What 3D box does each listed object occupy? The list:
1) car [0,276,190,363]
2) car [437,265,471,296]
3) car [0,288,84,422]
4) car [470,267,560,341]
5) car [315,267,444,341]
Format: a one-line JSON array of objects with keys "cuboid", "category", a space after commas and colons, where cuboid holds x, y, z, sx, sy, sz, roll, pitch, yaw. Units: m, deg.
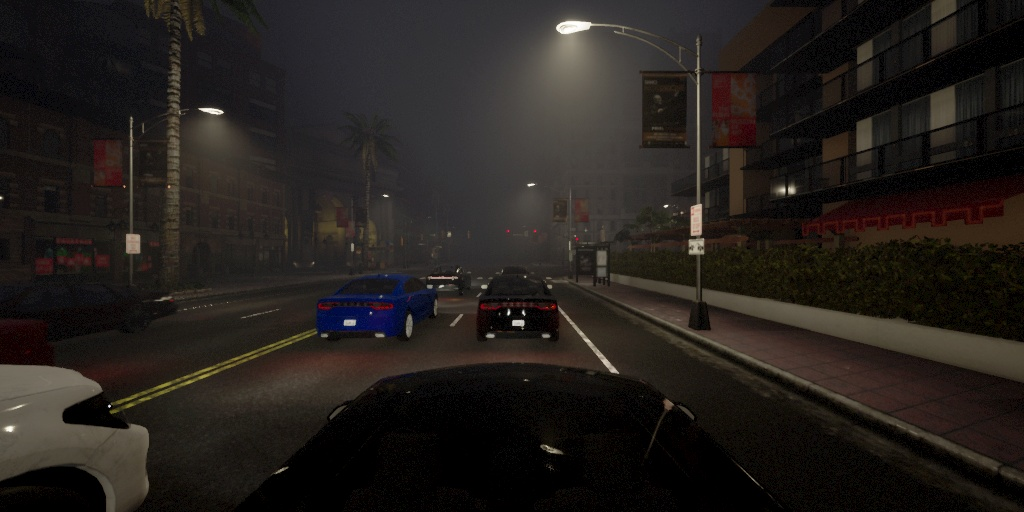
[{"cuboid": [-10.575, 1.297, 7.947, 2.033, 1.411, 5.357, 0, 0, 0], "category": "car"}, {"cuboid": [-3.331, 1.242, 19.394, 2.128, 1.511, 4.902, 0, 0, 0], "category": "car"}, {"cuboid": [-7.098, 1.227, 2.645, 1.882, 1.535, 5.008, 0, 0, 0], "category": "car"}, {"cuboid": [0.137, 1.228, 9.854, 1.882, 1.535, 5.008, 0, 0, 0], "category": "car"}, {"cuboid": [-3.359, 1.228, 9.889, 1.882, 1.535, 5.008, 0, 0, 0], "category": "car"}]
